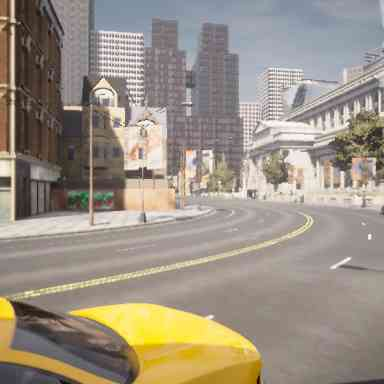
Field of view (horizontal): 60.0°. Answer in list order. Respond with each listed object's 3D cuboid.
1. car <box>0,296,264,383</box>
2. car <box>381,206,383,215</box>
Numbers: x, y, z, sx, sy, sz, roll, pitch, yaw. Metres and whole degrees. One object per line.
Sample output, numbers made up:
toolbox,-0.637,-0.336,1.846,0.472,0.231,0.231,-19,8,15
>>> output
car,-1.647,1.469,2.104,5.008,1.535,1.882,0,0,-36
car,19.098,1.498,30.595,2.002,1.452,4.674,0,0,11
